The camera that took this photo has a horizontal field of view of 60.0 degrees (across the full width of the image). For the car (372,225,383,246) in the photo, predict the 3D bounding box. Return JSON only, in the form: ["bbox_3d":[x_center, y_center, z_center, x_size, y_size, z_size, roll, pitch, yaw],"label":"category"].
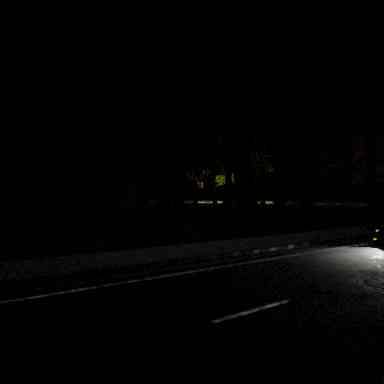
[{"bbox_3d":[9.779,1.693,14.656,4.181,1.385,1.994,1,0,-36],"label":"car"}]
